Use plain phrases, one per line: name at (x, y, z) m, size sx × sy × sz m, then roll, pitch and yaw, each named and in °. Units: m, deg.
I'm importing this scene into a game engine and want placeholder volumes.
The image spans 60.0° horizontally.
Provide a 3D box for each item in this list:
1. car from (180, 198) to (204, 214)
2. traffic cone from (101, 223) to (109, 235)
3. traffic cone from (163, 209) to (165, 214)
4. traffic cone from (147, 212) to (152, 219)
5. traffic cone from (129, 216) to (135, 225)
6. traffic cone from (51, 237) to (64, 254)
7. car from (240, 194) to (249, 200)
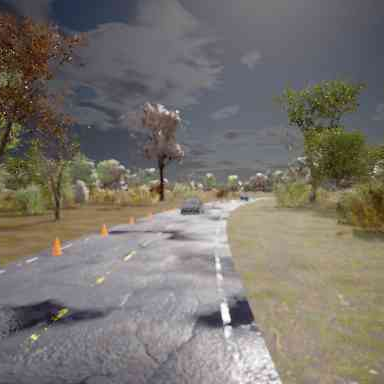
car at (0.064, 1.397, 33.295) m, size 1.837 × 1.490 × 4.892 m, roll 0°, pitch 0°, yaw 9°
traffic cone at (-4.466, 1.893, 16.940) m, size 0.340 × 0.580 × 0.340 m, roll 0°, pitch 0°, yaw 5°
traffic cone at (-2.712, 1.847, 32.018) m, size 0.340 × 0.580 × 0.340 m, roll 0°, pitch 0°, yaw 9°
traffic cone at (-3.410, 1.862, 27.006) m, size 0.340 × 0.580 × 0.340 m, roll 0°, pitch 0°, yaw 7°
traffic cone at (-3.995, 1.877, 21.979) m, size 0.340 × 0.580 × 0.340 m, roll 0°, pitch 0°, yaw 6°
traffic cone at (-4.823, 1.908, 11.892) m, size 0.340 × 0.580 × 0.340 m, roll 0°, pitch 0°, yaw 3°
car at (12.978, 1.225, 82.479) m, size 1.882 × 1.535 × 5.008 m, roll 0°, pitch 0°, yaw 13°
